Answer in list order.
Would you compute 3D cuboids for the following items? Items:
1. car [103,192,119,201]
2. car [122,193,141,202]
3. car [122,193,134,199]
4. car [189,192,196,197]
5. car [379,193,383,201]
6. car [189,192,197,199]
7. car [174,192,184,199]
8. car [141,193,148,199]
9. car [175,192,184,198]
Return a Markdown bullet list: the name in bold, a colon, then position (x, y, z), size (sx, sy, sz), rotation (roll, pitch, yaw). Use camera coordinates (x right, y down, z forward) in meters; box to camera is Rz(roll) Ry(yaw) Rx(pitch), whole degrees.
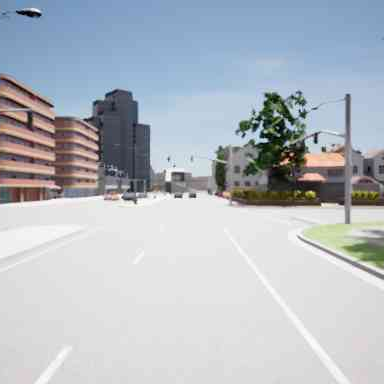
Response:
- **car**: position (-14.898, 0.800, 61.461), size (2.097, 1.767, 4.553), rotation (0, 0, 1)
- **car**: position (-11.394, 0.997, 61.385), size (2.033, 1.411, 5.357), rotation (0, 1, 1)
- **car**: position (-14.842, 0.858, 77.113), size (1.994, 1.385, 4.181), rotation (0, 1, 0)
- **car**: position (0.183, 0.728, 89.244), size (1.994, 1.385, 4.181), rotation (0, 1, 0)
- **car**: position (26.523, 0.750, 48.302), size (1.970, 1.475, 3.806), rotation (0, 1, 0)
- **car**: position (0.162, 0.775, 78.827), size (1.882, 1.535, 5.008), rotation (0, 1, 0)
- **car**: position (-3.339, 0.821, 78.835), size (2.128, 1.511, 4.902), rotation (0, 1, 0)
- **car**: position (-11.342, 0.846, 77.092), size (2.033, 1.411, 5.357), rotation (0, 1, 0)
- **car**: position (-3.317, 0.699, 89.251), size (2.128, 1.511, 4.902), rotation (0, 1, 0)
